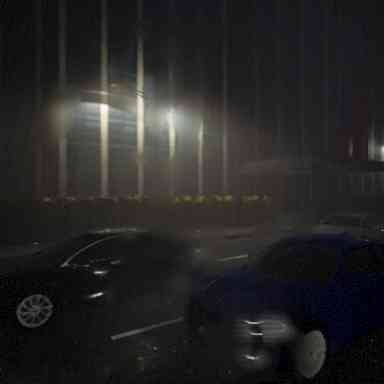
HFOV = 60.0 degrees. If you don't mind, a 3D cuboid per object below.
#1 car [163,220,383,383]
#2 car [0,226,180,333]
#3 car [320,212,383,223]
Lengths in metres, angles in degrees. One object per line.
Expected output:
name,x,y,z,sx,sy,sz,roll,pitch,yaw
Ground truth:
car,2.177,1.486,5.624,5.008,1.535,1.882,0,0,-36
car,-1.887,1.528,6.972,4.892,1.490,1.837,0,0,-36
car,6.197,1.540,12.938,4.674,1.442,1.812,0,0,-37
